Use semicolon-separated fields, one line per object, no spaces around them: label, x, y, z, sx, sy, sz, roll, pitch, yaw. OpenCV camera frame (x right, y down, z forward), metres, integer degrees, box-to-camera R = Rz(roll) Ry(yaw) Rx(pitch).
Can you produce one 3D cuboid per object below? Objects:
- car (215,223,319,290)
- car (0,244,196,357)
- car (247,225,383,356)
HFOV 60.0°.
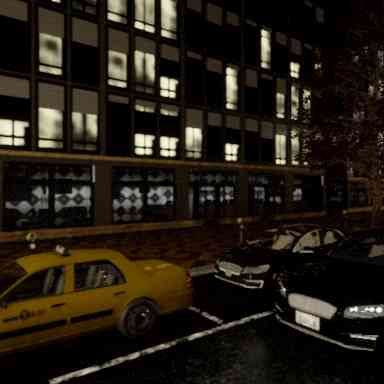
car;2.559;1.506;8.387;4.403;1.369;2.008;0;0;-36
car;-2.213;1.519;4.980;4.829;1.417;1.752;0;0;-36
car;3.547;1.450;5.914;4.902;1.511;2.128;0;0;-36
